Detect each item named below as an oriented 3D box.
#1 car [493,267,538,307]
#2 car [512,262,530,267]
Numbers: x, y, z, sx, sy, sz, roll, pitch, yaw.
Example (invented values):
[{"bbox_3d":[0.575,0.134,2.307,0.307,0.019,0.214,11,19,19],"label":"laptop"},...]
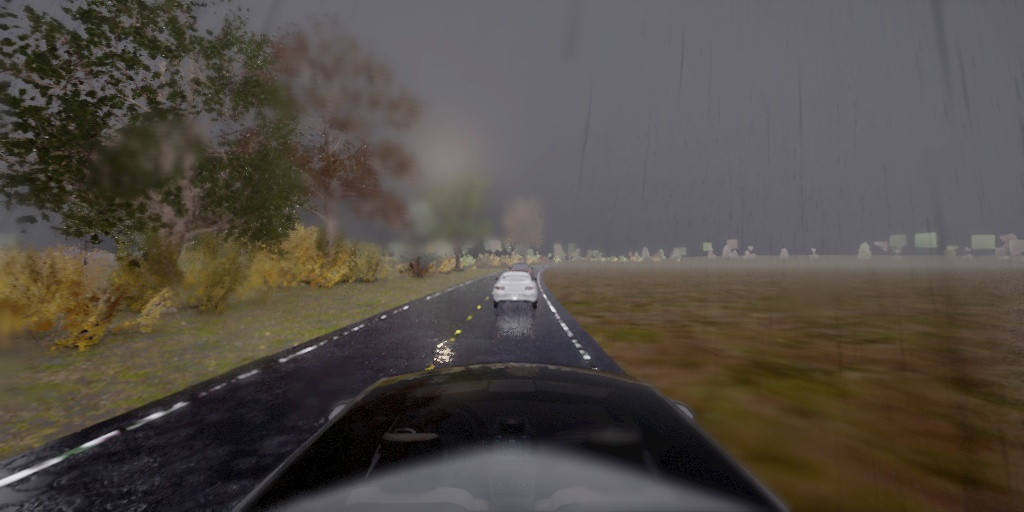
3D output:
[{"bbox_3d":[0.175,1.412,16.162,1.812,1.442,4.674,0,0,2],"label":"car"},{"bbox_3d":[0.782,1.374,30.790,2.097,1.767,4.553,0,-1,3],"label":"car"}]
